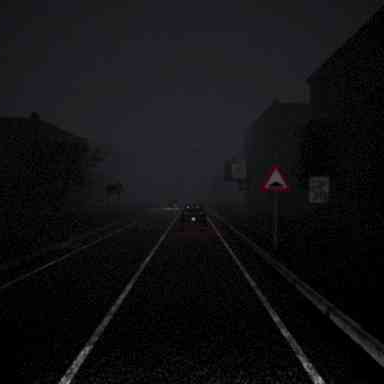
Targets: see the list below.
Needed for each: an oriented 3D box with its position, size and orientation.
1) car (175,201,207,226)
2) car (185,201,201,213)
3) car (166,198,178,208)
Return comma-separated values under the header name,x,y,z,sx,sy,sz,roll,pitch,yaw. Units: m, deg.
name,x,y,z,sx,sy,sz,roll,pitch,yaw
car,0.092,1.635,24.891,2.128,1.511,4.902,0,0,0
car,0.087,1.868,42.170,1.895,1.301,4.718,0,0,0
car,-3.080,1.838,55.225,1.837,1.490,4.892,0,0,0
